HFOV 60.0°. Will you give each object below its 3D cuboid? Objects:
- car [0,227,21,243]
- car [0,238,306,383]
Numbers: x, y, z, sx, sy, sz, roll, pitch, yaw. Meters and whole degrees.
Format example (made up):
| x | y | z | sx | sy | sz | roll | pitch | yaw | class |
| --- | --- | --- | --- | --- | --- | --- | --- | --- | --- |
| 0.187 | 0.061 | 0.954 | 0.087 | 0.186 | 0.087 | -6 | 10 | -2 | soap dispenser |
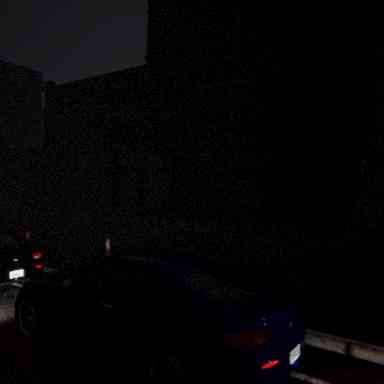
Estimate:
| x | y | z | sx | sy | sz | roll | pitch | yaw | class |
| --- | --- | --- | --- | --- | --- | --- | --- | --- | --- |
| -5.604 | 1.597 | 8.488 | 4.674 | 1.442 | 1.812 | 0 | -1 | 36 | car |
| -0.756 | 1.569 | 4.933 | 4.674 | 1.442 | 1.812 | 0 | -1 | 36 | car |
